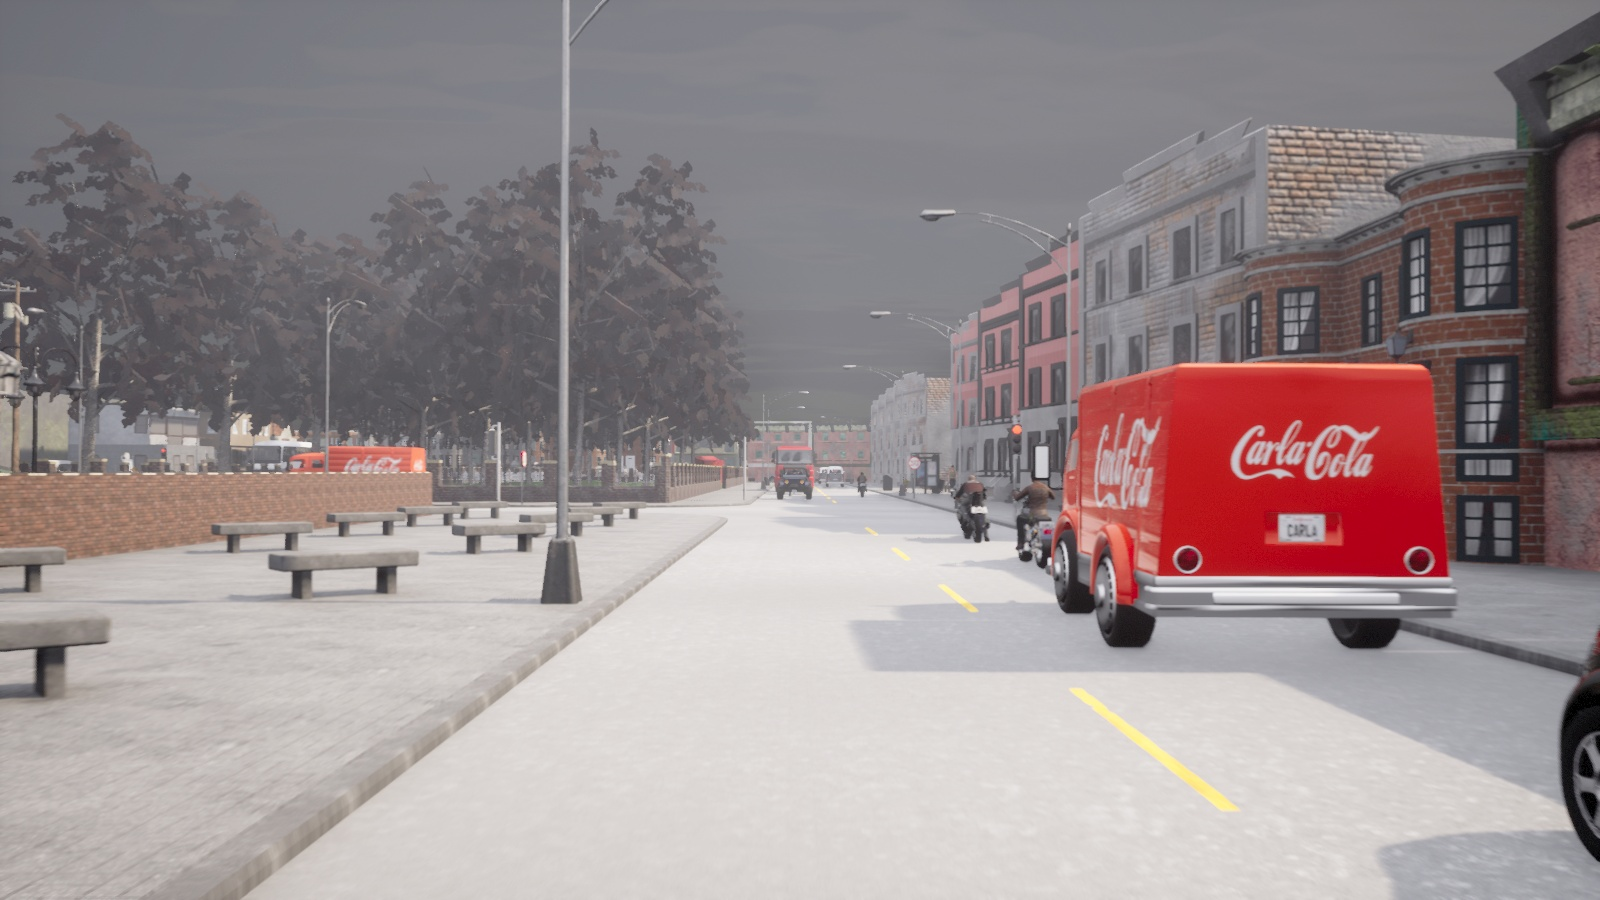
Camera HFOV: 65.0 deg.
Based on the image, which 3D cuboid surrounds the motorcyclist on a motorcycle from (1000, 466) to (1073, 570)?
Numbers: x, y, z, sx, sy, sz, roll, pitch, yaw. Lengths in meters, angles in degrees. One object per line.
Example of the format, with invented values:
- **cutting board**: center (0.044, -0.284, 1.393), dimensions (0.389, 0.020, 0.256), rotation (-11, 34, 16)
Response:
- **motorcyclist on a motorcycle**: center (3.945, 1.104, 21.166), dimensions (0.766, 1.649, 2.350), rotation (0, -1, 0)

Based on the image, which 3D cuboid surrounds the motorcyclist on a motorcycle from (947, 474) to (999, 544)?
- **motorcyclist on a motorcycle**: center (3.911, 1.311, 28.516), dimensions (0.866, 1.530, 2.191), rotation (0, -1, 0)

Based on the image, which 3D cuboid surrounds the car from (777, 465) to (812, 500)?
- **car**: center (-0.279, 1.780, 69.789), dimensions (1.905, 1.878, 3.866), rotation (0, -1, 0)

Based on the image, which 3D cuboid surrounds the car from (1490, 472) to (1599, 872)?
- **car**: center (3.990, 0.840, 3.758), dimensions (1.789, 1.549, 3.705), rotation (0, -1, 0)

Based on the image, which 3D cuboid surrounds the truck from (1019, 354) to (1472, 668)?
- **truck**: center (3.967, 0.521, 12.512), dimensions (2.627, 2.467, 5.204), rotation (0, -1, 0)

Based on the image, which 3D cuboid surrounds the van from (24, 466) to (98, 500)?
- **van**: center (-45.559, 2.017, 77.488), dimensions (2.069, 2.038, 4.480), rotation (0, -1, -2)

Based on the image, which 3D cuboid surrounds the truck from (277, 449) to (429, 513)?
- **truck**: center (-17.849, 1.243, 50.394), dimensions (5.204, 2.467, 2.627), rotation (0, -1, -1)

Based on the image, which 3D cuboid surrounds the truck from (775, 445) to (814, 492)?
- **truck**: center (-0.423, 1.443, 96.080), dimensions (2.891, 3.462, 7.936), rotation (0, -1, 0)
